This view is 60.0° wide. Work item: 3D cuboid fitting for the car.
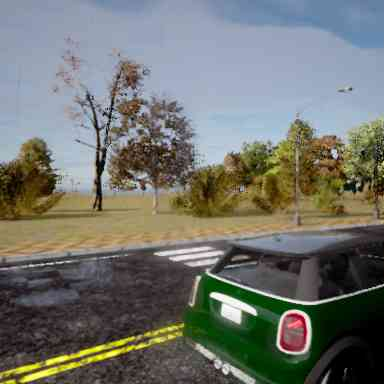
[{"bbox_3d":[2.173,1.353,4.872,4.553,1.767,2.097,0,0,-35],"label":"car"}]
